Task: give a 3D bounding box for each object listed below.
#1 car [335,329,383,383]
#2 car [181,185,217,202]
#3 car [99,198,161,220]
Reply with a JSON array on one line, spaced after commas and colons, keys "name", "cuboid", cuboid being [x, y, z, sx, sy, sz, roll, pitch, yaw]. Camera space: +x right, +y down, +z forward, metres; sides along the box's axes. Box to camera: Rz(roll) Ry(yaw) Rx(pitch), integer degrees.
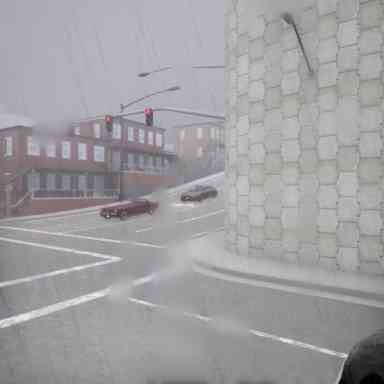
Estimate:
[{"name": "car", "cuboid": [3.327, 1.492, 1.591, 4.902, 1.511, 2.128, 0, 0, 36]}, {"name": "car", "cuboid": [0.690, 0.078, 32.099, 1.994, 1.385, 4.181, 0, 9, 36]}, {"name": "car", "cuboid": [-4.542, 1.187, 24.715, 1.895, 1.301, 4.718, 0, 5, 35]}]
